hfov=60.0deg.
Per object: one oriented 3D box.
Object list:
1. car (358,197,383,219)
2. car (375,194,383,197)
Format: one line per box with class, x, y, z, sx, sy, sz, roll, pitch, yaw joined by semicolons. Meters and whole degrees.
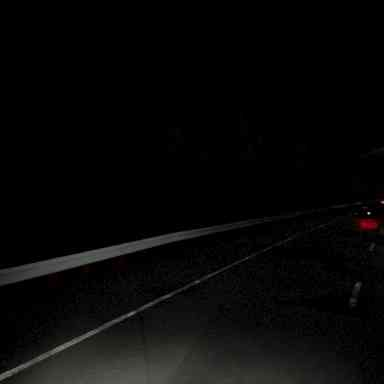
car;16.079;1.505;29.588;1.837;1.490;4.892;0;0;35
car;22.143;1.221;38.119;2.150;2.045;5.566;0;0;36
